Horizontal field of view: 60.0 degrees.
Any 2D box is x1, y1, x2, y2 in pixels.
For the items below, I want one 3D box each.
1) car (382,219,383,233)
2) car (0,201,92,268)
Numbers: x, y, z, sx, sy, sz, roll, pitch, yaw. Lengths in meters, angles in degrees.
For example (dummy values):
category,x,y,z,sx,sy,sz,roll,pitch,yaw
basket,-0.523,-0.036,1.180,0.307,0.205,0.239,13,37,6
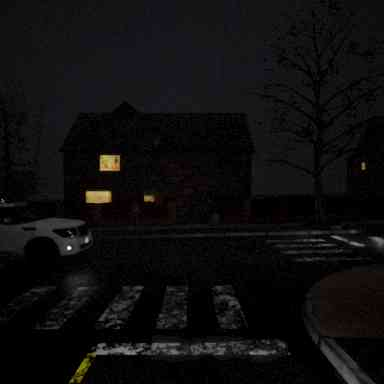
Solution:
category,x,y,z,sx,sy,sz,roll,pitch,yaw
car,10.553,1.030,13.978,4.553,1.767,2.097,-1,1,-1
car,-6.269,1.336,11.017,5.566,2.045,2.150,-2,0,0
